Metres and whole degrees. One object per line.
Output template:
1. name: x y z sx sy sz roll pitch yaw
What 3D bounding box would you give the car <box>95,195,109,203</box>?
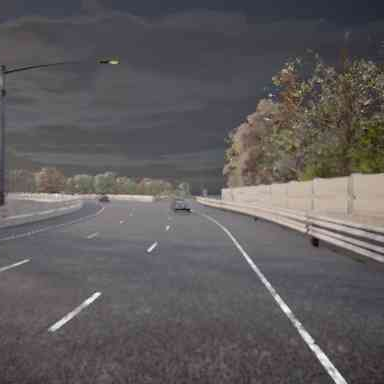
1. car: -17.805 1.322 65.724 1.837 1.490 4.892 1 0 -26

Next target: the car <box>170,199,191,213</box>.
1. car: -1.393 1.531 37.417 2.033 1.411 5.357 1 0 -10
